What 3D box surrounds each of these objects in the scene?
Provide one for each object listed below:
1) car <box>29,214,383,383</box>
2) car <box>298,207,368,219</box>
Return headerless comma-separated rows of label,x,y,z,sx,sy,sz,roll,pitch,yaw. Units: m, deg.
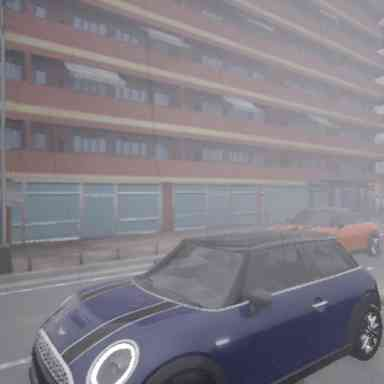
car,0.453,1.350,4.306,4.553,1.767,2.097,0,0,-36
car,4.447,1.347,11.456,4.553,1.767,2.097,0,0,-35
